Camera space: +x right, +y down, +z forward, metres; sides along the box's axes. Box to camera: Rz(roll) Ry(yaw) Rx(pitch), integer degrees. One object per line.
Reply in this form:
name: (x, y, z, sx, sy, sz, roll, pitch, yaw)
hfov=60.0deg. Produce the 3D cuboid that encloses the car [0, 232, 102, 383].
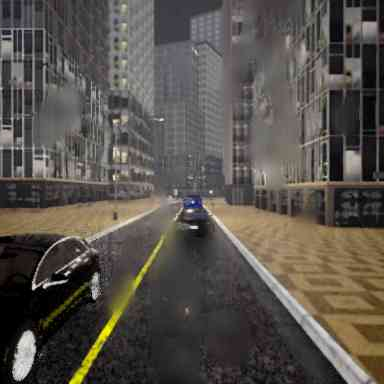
car: (-2.848, 1.505, 5.346, 1.837, 1.490, 4.892, 0, 0, 0)

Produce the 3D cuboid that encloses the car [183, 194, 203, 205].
car: (0.102, 1.252, 38.667, 2.150, 2.045, 5.566, 0, 0, 0)

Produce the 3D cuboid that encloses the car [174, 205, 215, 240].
car: (0.101, 1.572, 17.086, 1.994, 1.385, 4.181, 0, 0, 0)
